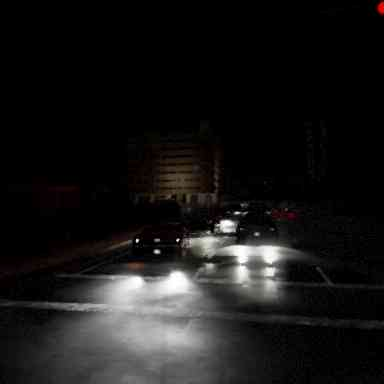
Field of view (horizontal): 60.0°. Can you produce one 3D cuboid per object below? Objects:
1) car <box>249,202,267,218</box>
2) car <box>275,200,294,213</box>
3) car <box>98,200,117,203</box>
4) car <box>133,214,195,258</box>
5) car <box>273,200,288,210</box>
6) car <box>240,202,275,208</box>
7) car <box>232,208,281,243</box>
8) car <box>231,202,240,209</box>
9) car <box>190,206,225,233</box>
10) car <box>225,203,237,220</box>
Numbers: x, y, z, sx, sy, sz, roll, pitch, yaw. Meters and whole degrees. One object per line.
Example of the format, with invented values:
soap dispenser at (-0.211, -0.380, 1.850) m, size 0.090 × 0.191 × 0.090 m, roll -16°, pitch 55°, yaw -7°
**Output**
car at (7.367, 1.944, 37.119) m, size 1.882 × 1.535 × 5.008 m, roll -1°, pitch -1°, yaw 11°
car at (12.741, 2.045, 45.427) m, size 1.812 × 1.442 × 4.674 m, roll -1°, pitch -1°, yaw 12°
car at (-14.813, 2.318, 54.674) m, size 4.605 × 1.855 × 1.932 m, roll -1°, pitch -1°, yaw 12°
car at (-1.084, 1.813, 13.833) m, size 1.895 × 1.301 × 4.718 m, roll -1°, pitch -1°, yaw 3°
car at (14.699, 2.147, 55.459) m, size 2.128 × 1.511 × 4.902 m, roll -1°, pitch -1°, yaw 11°
car at (5.267, 1.678, 26.713) m, size 2.097 × 1.767 × 4.553 m, roll -1°, pitch -1°, yaw 11°
car at (3.342, 1.761, 17.095) m, size 1.994 × 1.385 × 4.181 m, roll -1°, pitch -1°, yaw 11°
car at (6.603, 2.252, 50.700) m, size 2.033 × 1.411 × 5.357 m, roll -1°, pitch -1°, yaw 12°
car at (0.787, 1.799, 22.163) m, size 1.882 × 1.535 × 5.008 m, roll -1°, pitch -1°, yaw 11°
car at (3.210, 2.085, 34.218) m, size 1.895 × 1.301 × 4.718 m, roll -1°, pitch -1°, yaw 11°
